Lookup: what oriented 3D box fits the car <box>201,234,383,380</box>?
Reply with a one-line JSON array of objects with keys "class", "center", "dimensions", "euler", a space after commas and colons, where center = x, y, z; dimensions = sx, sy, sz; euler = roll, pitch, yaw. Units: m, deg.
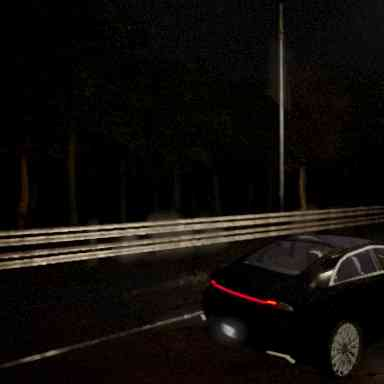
[{"class": "car", "center": [2.420, 1.466, 5.481], "dimensions": [4.902, 1.511, 2.128], "euler": [0, 0, -36]}]
